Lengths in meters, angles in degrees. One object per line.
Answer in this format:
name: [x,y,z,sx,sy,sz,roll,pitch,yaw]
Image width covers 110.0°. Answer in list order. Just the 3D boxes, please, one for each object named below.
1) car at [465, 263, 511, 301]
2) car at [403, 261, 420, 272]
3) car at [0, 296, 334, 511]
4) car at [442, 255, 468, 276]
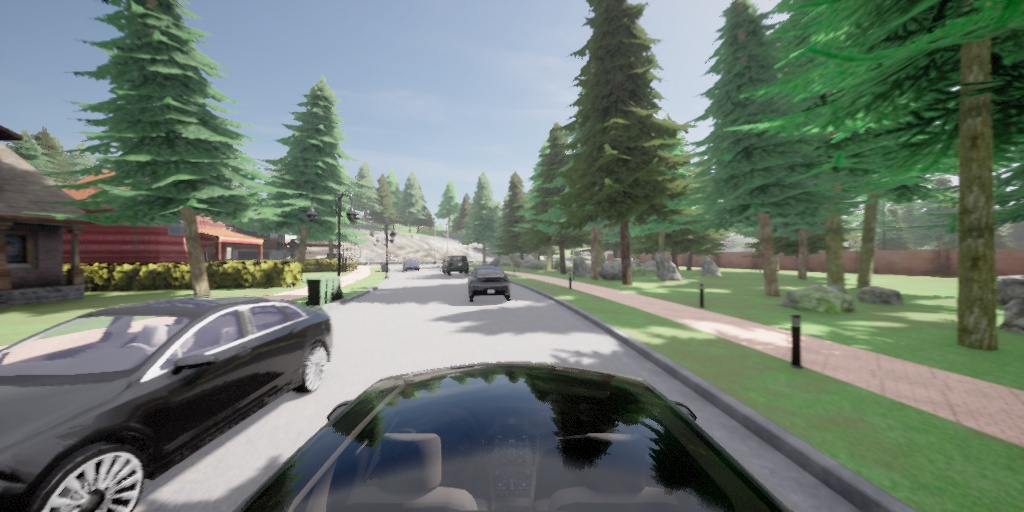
car: [-1.193,1.244,17.368,1.837,1.490,4.892,0,0,-8]
car: [-12.990,1.310,46.071,2.033,1.411,5.357,0,0,-22]
car: [-3.743,1.256,3.859,2.128,1.511,4.902,0,0,-2]
car: [-5.953,0.960,37.636,2.150,2.045,5.566,0,0,-18]
